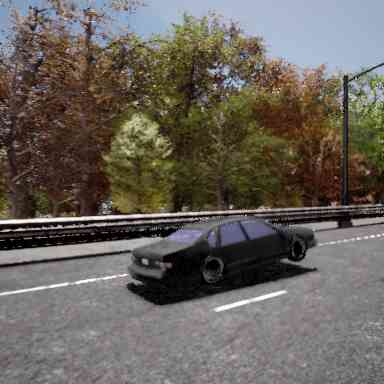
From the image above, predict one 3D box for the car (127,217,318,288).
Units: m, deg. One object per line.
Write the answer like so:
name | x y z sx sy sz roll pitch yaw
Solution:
car | 1.012 1.378 8.803 5.357 1.411 2.033 -6 0 -35
